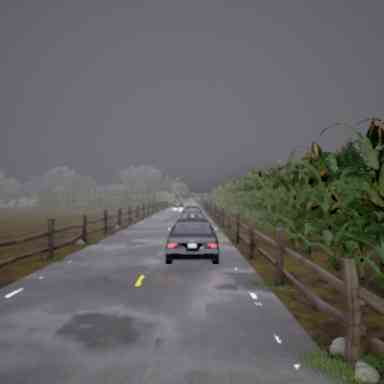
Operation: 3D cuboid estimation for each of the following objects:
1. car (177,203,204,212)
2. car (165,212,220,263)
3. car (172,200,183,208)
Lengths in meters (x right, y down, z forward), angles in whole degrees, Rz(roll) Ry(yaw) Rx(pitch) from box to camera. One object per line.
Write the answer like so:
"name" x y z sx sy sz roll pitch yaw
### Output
"car" 0.035 1.877 27.518 2.033 1.411 5.357 0 -1 0
"car" 0.021 1.692 12.518 2.033 1.411 5.357 0 -1 0
"car" -2.713 2.304 64.549 2.128 1.511 4.902 0 -1 1
